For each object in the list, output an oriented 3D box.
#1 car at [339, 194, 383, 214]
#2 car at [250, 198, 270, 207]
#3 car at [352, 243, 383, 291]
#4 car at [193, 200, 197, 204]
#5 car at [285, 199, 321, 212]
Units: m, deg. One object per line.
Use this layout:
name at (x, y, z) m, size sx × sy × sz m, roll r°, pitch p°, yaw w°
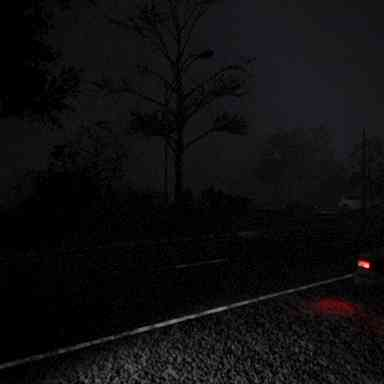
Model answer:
car at (18.439, 1.196, 35.385) m, size 2.150 × 2.045 × 5.566 m, roll 0°, pitch 0°, yaw -30°
car at (9.978, 1.634, 51.397) m, size 1.895 × 1.301 × 4.718 m, roll 0°, pitch 0°, yaw -26°
car at (5.953, 1.541, 7.816) m, size 5.357 × 1.411 × 2.033 m, roll 0°, pitch 0°, yaw -34°
car at (-0.530, 1.795, 66.548) m, size 1.895 × 1.301 × 4.718 m, roll 0°, pitch -1°, yaw -22°
car at (12.731, 1.547, 38.496) m, size 1.994 × 1.385 × 4.181 m, roll 0°, pitch 0°, yaw -28°
